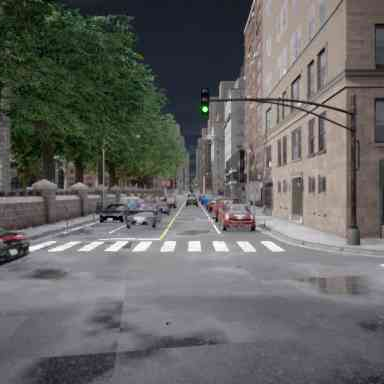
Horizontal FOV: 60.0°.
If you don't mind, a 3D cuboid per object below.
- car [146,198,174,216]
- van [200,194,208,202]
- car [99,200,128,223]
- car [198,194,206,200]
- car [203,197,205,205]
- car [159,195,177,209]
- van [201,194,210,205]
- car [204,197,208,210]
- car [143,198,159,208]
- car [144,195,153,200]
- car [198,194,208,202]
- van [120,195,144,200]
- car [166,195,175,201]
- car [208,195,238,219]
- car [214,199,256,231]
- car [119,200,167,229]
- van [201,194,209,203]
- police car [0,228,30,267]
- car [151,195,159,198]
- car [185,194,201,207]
[{"bbox_3d":[-3.106,1.576,32.308,1.994,1.385,4.181,0,0,-1],"label":"car"},{"bbox_3d":[2.666,1.368,74.561,1.690,1.788,3.998,0,0,0],"label":"van"},{"bbox_3d":[-5.857,1.575,25.904,1.947,1.339,4.313,0,0,0],"label":"car"},{"bbox_3d":[2.665,1.471,90.787,1.967,1.590,4.097,0,0,0],"label":"car"},{"bbox_3d":[2.667,1.597,42.112,1.802,1.307,4.206,0,0,0],"label":"car"},{"bbox_3d":[-3.081,1.494,45.498,1.882,1.535,5.008,0,0,0],"label":"car"},{"bbox_3d":[2.668,1.361,52.929,1.690,1.788,3.998,0,0,0],"label":"van"},{"bbox_3d":[2.668,1.558,36.704,1.887,1.381,4.507,0,0,0],"label":"car"},{"bbox_3d":[-5.859,1.599,47.533,1.802,1.307,4.206,0,0,0],"label":"car"},{"bbox_3d":[-5.858,1.454,36.719,1.967,1.590,4.097,0,0,0],"label":"car"},{"bbox_3d":[2.666,1.343,79.971,2.192,1.841,5.009,0,0,0],"label":"car"},{"bbox_3d":[-5.857,1.353,31.311,1.690,1.788,3.998,0,0,0],"label":"van"},{"bbox_3d":[-5.860,1.581,90.792,2.008,1.369,4.403,0,0,0],"label":"car"},{"bbox_3d":[2.669,1.325,25.888,2.192,1.841,5.009,0,0,0],"label":"car"},{"bbox_3d":[2.669,1.448,20.479,1.967,1.590,4.097,0,0,0],"label":"car"},{"bbox_3d":[-3.097,1.500,22.055,2.128,1.511,4.902,0,0,0],"label":"car"},{"bbox_3d":[2.666,1.366,69.154,1.690,1.788,3.998,0,0,0],"label":"van"},{"bbox_3d":[-7.411,1.513,9.365,4.974,1.542,2.038,0,0,0],"label":"police car"},{"bbox_3d":[-5.858,1.330,42.126,2.192,1.841,5.009,0,0,0],"label":"car"},{"bbox_3d":[-0.002,1.524,51.491,1.837,1.490,4.892,0,0,0],"label":"car"}]
